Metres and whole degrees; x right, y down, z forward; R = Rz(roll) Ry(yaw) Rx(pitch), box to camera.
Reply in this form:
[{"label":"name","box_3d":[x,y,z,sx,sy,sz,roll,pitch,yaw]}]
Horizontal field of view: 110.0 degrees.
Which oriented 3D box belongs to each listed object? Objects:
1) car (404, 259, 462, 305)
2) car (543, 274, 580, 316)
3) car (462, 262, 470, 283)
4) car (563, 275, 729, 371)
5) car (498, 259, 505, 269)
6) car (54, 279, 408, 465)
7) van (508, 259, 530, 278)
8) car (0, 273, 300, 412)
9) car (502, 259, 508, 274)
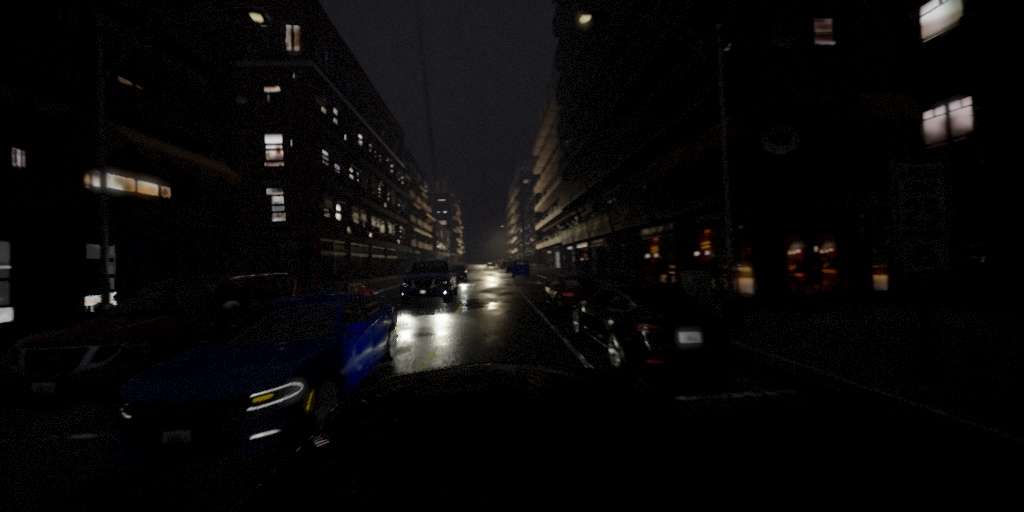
[{"label":"car","box_3d":[-3.981,1.190,18.057,2.150,2.045,5.566,-2,0,-4]},{"label":"car","box_3d":[2.170,1.303,12.912,1.802,1.307,4.207,0,0,-4]},{"label":"car","box_3d":[-4.780,1.563,31.649,1.837,1.490,4.892,-2,1,-3]},{"label":"car","box_3d":[2.512,1.248,7.351,1.948,1.339,4.313,0,0,-4]},{"label":"car","box_3d":[-0.909,1.383,62.956,2.192,1.841,5.009,0,0,-4]},{"label":"car","box_3d":[-3.210,1.361,5.695,1.882,1.535,5.008,-2,0,-5]},{"label":"van","box_3d":[0.801,1.215,35.155,1.690,1.789,3.998,0,0,-4]},{"label":"car","box_3d":[-5.850,1.301,6.875,2.192,1.841,5.009,0,0,-4]},{"label":"car","box_3d":[0.117,1.497,46.274,1.888,1.381,4.507,0,0,-4]}]
